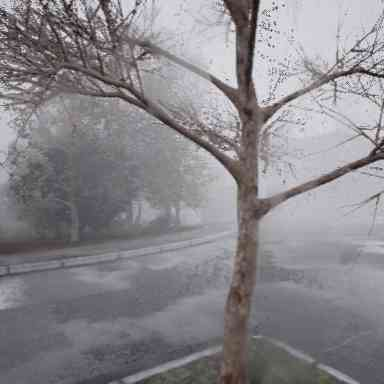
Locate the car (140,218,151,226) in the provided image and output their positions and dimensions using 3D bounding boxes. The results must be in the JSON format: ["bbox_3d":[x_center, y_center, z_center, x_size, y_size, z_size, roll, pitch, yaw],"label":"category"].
[{"bbox_3d":[-8.201,5.344,59.811,1.882,1.535,5.008,0,-6,-15],"label":"car"}]

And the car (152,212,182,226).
[{"bbox_3d":[-3.326,3.771,46.742,2.150,2.045,5.566,-1,-5,-25],"label":"car"}]
